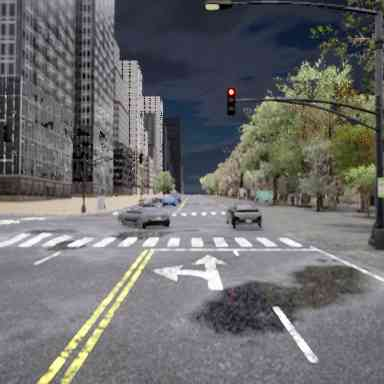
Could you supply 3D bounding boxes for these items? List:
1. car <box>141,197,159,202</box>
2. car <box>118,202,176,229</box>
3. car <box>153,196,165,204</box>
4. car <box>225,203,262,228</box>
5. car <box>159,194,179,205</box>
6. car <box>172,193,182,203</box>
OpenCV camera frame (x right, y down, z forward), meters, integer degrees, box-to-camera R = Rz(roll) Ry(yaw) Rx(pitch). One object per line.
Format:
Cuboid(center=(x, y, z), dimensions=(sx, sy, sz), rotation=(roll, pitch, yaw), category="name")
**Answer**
Cuboid(center=(-6.593, 1.468, 50.101), dimensions=(2.128, 1.511, 4.902), rotation=(0, 0, 0), category="car")
Cuboid(center=(-3.192, 1.561, 21.623), dimensions=(1.994, 1.385, 4.181), rotation=(1, -1, -36), category="car")
Cuboid(center=(-6.523, 1.570, 66.555), dimensions=(1.895, 1.301, 4.718), rotation=(0, 0, 0), category="car")
Cuboid(center=(3.338, 1.472, 21.978), dimensions=(2.128, 1.511, 4.902), rotation=(-1, 0, 0), category="car")
Cuboid(center=(-3.344, 1.454, 49.821), dimensions=(1.882, 1.535, 5.008), rotation=(0, 0, 0), category="car")
Cuboid(center=(-3.275, 1.190, 66.486), dimensions=(2.150, 2.045, 5.566), rotation=(0, 0, 0), category="car")
